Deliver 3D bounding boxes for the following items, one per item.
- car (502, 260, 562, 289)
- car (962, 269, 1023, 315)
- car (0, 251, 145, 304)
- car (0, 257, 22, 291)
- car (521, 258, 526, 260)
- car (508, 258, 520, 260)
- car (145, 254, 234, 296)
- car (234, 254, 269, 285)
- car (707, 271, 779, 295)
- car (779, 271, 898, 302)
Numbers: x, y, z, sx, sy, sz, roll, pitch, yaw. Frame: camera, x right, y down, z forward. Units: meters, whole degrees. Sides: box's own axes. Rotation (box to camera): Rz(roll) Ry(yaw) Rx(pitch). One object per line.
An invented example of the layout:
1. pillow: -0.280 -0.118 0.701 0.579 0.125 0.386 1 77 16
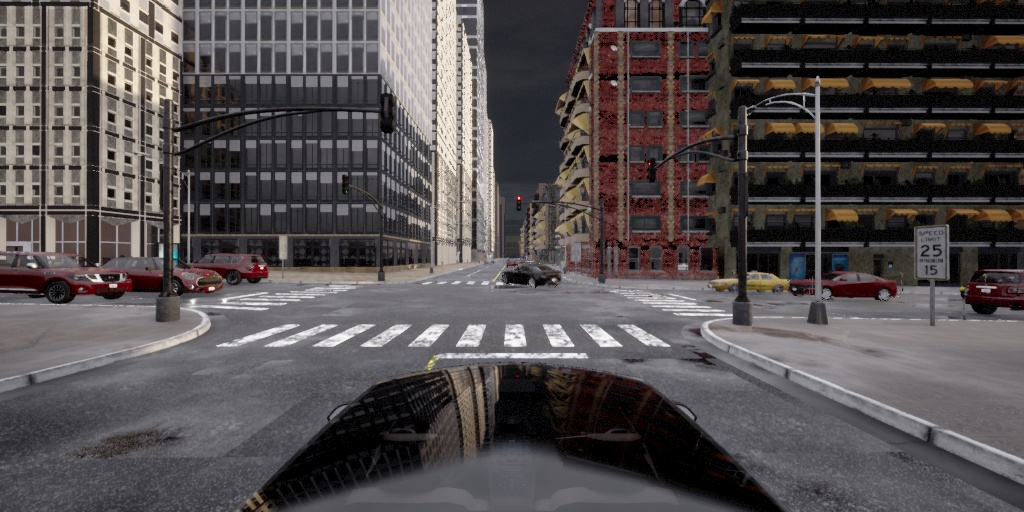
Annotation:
1. car: 1.229 1.285 24.256 1.882 1.535 5.008 -1 1 -35
2. car: 20.614 1.461 13.799 5.009 1.841 2.192 0 0 0
3. car: -17.560 0.757 13.484 5.009 1.841 2.192 0 0 0
4. car: -25.715 0.774 16.016 5.008 1.535 1.882 1 0 -1
5. car: 2.760 1.317 54.733 2.007 1.370 4.403 0 0 0
6. car: 0.082 1.125 63.972 2.097 1.767 4.553 0 0 0
7. car: -15.724 0.835 16.089 4.553 1.767 2.097 1 0 0
8. car: -17.684 0.776 21.863 5.009 1.841 2.192 0 0 0
9. car: 14.657 1.587 22.103 4.829 1.417 1.751 0 0 0
10. car: 17.880 1.588 19.538 5.008 1.535 1.882 1 0 -1
